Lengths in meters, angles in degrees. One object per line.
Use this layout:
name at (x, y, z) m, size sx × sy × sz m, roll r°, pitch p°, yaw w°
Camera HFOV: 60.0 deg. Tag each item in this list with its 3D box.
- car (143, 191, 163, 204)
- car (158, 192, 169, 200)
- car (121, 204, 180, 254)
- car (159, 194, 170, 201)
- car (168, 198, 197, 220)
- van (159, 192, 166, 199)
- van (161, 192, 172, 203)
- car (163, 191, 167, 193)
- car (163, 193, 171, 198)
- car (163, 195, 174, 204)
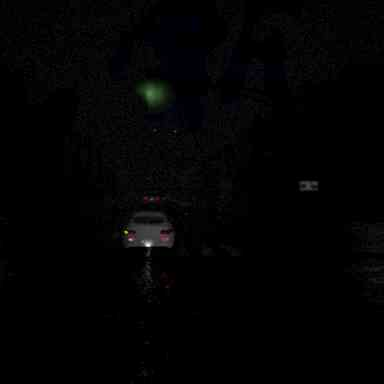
car at (-5.136, 0.926, 42.564) m, size 2.150 × 2.045 × 5.566 m, roll 1°, pitch 0°, yaw -7°
car at (-6.450, 0.847, 75.313) m, size 2.192 × 1.841 × 5.009 m, roll 0°, pitch 0°, yaw -7°
car at (-1.660, 1.428, 12.900) m, size 1.812 × 1.442 × 4.674 m, roll 1°, pitch 0°, yaw -7°
car at (-5.805, 1.120, 69.821) m, size 2.008 × 1.369 × 4.403 m, roll 0°, pitch 0°, yaw -7°
car at (-0.643, 1.410, 25.863) m, size 1.887 × 1.381 × 4.507 m, roll 0°, pitch 0°, yaw -7°
van at (-7.741, 0.800, 86.302) m, size 1.690 × 1.788 × 3.998 m, roll 0°, pitch 0°, yaw -7°
van at (-4.515, 0.984, 58.829) m, size 1.690 × 1.788 × 3.998 m, roll 0°, pitch 0°, yaw -7°
car at (-3.869, 1.120, 53.336) m, size 1.967 × 1.590 × 4.097 m, roll 0°, pitch 0°, yaw -7°
car at (-3.224, 1.262, 47.842) m, size 1.887 × 1.381 × 4.507 m, roll 0°, pitch 0°, yaw -7°
car at (-1.933, 1.373, 36.853) m, size 1.802 × 1.307 × 4.206 m, roll 0°, pitch 0°, yaw -7°
